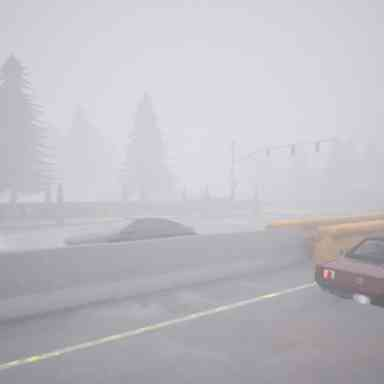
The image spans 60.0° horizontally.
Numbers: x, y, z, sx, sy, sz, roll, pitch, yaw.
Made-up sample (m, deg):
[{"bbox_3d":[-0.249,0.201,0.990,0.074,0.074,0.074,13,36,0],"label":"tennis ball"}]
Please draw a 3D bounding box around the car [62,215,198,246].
[{"bbox_3d":[-1.908,1.534,11.201,4.674,1.442,1.812,0,0,-36],"label":"car"}]

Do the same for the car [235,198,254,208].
[{"bbox_3d":[6.123,1.552,46.853,1.895,1.301,4.718,0,0,-35],"label":"car"}]

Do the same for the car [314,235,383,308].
[{"bbox_3d":[4.818,1.602,7.165,4.718,1.301,1.895,0,0,-35],"label":"car"}]

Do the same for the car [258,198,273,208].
[{"bbox_3d":[9.414,1.545,48.269,1.895,1.301,4.718,0,0,-35],"label":"car"}]
